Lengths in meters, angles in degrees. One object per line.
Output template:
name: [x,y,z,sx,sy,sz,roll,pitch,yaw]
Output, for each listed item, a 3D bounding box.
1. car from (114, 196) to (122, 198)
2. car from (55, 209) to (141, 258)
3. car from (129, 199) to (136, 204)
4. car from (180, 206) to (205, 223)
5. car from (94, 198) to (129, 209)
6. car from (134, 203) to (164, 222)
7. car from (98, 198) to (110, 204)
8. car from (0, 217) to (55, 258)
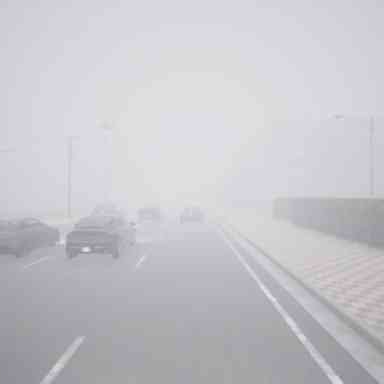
car: [-19.830,2.163,88.628,2.150,2.045,5.566,0,-1,0]
car: [-3.485,1.651,13.413,1.837,1.490,4.892,0,0,0]
car: [-16.330,2.533,88.624,1.895,1.301,4.718,0,-1,0]
car: [0.072,1.867,28.464,1.994,1.385,4.181,0,-1,3]
car: [-7.035,1.652,28.366,2.097,1.767,4.553,0,-1,0]
car: [-3.542,1.788,29.216,1.882,1.535,5.008,0,0,0]
car: [-23.330,2.416,88.655,1.882,1.535,5.008,0,-1,0]
car: [-6.980,1.708,13.403,1.994,1.385,4.181,0,-1,0]
